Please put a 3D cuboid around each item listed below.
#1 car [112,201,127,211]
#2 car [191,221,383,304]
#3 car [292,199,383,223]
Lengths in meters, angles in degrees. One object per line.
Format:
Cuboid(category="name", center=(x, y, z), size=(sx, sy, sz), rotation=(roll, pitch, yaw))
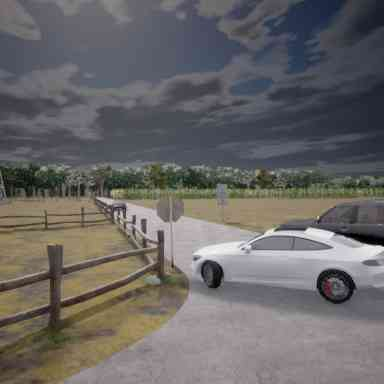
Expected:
Cuboid(category="car", center=(-10.869, 1.988, 49.470), size=(2.033, 1.411, 5.357), rotation=(-2, 0, -18))
Cuboid(category="car", center=(2.218, 1.614, 8.241), size=(4.674, 1.442, 1.812), rotation=(-2, 0, 27))
Cuboid(category="car", center=(5.108, 1.231, 9.829), size=(2.150, 2.045, 5.566), rotation=(-2, 0, -40))
